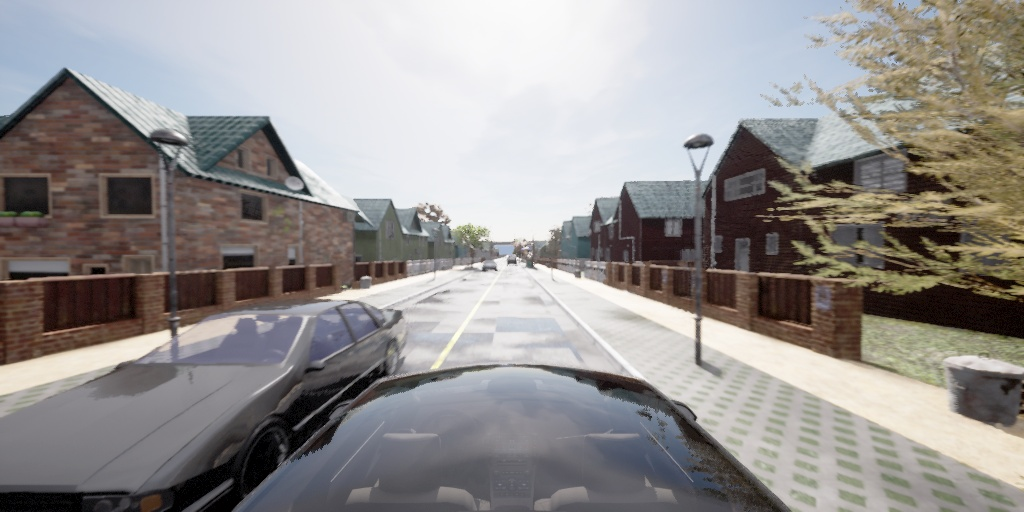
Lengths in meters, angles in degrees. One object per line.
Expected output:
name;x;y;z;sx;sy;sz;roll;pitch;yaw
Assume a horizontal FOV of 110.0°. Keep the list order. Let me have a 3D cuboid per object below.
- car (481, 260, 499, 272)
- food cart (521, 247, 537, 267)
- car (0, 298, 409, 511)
car;-2.828;1.261;46.053;1.812;1.442;4.674;0;0;0
food cart;3.004;0.199;61.999;2.280;3.560;4.660;0;0;0
car;-2.843;1.296;4.520;2.033;1.411;5.357;0;0;0
